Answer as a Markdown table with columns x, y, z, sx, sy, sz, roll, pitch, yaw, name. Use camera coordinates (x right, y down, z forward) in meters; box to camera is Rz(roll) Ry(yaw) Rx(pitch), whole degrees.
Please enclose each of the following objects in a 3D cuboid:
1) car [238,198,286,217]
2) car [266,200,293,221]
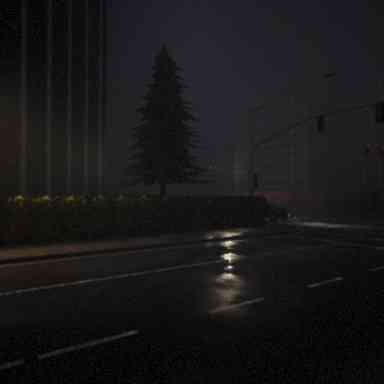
| x | y | z | sx | sy | sz | roll | pitch | yaw | name |
| --- | --- | --- | --- | --- | --- | --- | --- | --- | --- |
| 6.983 | 1.493 | 33.767 | 2.097 | 1.767 | 4.553 | 0 | 0 | -35 | car |
| 6.352 | 1.613 | 28.575 | 2.128 | 1.511 | 4.902 | 0 | 0 | -35 | car |
